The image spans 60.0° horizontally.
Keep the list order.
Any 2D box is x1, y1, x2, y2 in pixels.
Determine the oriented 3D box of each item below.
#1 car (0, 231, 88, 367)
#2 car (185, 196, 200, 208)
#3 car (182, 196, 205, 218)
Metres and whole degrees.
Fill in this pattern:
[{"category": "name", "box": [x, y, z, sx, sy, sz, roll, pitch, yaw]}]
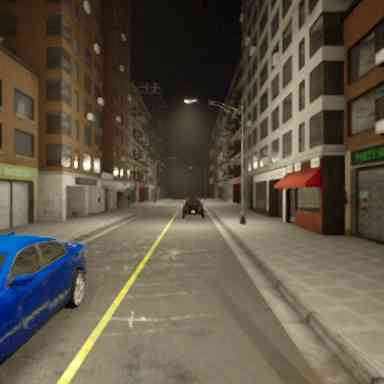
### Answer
[{"category": "car", "box": [-3.093, 1.447, 4.912, 1.882, 1.535, 5.008, 0, 0, 0]}, {"category": "car", "box": [0.073, 1.284, 44.729, 1.882, 1.535, 5.008, 0, 0, 0]}, {"category": "car", "box": [0.098, 1.364, 28.180, 1.812, 1.442, 4.674, 0, 0, 0]}]
